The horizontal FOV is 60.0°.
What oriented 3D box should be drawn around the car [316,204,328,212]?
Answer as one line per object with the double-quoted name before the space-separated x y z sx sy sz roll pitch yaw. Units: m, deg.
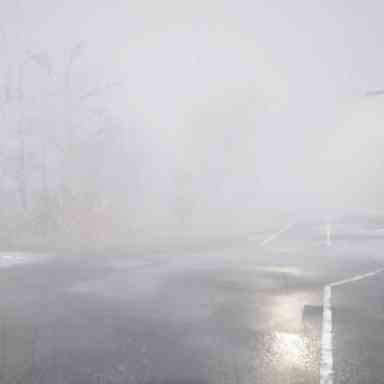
"car" 25.834 3.176 66.114 1.994 1.385 4.181 -4 -3 28
